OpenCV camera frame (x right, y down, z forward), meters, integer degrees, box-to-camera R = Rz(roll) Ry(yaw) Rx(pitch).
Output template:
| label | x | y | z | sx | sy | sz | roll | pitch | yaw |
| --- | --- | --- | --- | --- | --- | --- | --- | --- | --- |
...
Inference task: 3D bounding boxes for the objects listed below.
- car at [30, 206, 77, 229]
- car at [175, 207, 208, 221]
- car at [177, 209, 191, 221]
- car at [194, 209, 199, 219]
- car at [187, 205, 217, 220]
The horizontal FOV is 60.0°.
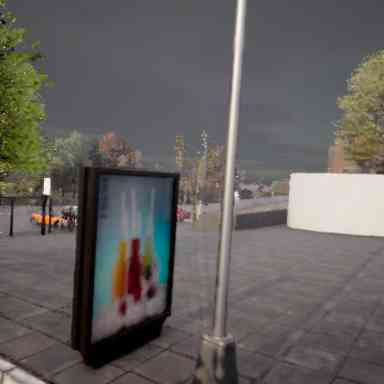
| label | x | y | z | sx | sy | sz | roll | pitch | yaw |
| --- | --- | --- | --- | --- | --- | --- | --- | --- | --- |
| car | -14.203 | 2.647 | 34.230 | 4.553 | 1.767 | 2.185 | 6 | 2 | 16 |
| car | -0.068 | 3.469 | 53.674 | 4.892 | 1.521 | 2.231 | 6 | 2 | 16 |
| car | -3.520 | 3.047 | 48.794 | 5.566 | 2.045 | 2.435 | 6 | 2 | 16 |
| car | -1.795 | 3.412 | 51.241 | 4.792 | 1.488 | 2.163 | 6 | 2 | 16 |
| car | 1.718 | 3.434 | 56.101 | 4.553 | 1.767 | 2.185 | 6 | 2 | 16 |
